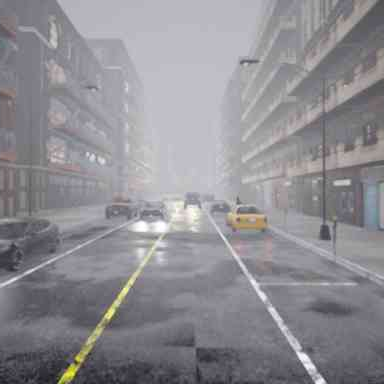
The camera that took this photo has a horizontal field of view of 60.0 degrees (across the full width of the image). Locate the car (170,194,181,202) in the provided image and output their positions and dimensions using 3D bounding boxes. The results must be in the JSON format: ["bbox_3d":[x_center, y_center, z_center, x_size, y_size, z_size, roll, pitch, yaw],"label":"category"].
[{"bbox_3d":[-2.979,1.242,69.504,2.033,1.411,5.357,0,0,0],"label":"car"}]

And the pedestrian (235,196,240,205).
[{"bbox_3d":[3.007,1.198,22.127,0.375,1.860,0.375,1,-1,-3],"label":"pedestrian"}]

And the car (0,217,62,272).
[{"bbox_3d":[-5.677,1.519,10.700,1.947,1.339,4.313,1,0,0],"label":"car"}]

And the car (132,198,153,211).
[{"bbox_3d":[-5.669,1.418,38.539,1.802,1.307,4.206,1,0,0],"label":"car"}]

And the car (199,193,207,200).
[{"bbox_3d":[2.727,1.096,83.045,1.967,1.590,4.097,1,0,0],"label":"car"}]

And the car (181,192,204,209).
[{"bbox_3d":[0.091,1.032,42.870,2.150,2.045,5.566,0,-1,0],"label":"car"}]

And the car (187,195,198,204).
[{"bbox_3d":[0.018,1.288,56.372,1.812,1.442,4.674,0,0,0],"label":"car"}]

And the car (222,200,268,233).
[{"bbox_3d":[3.006,1.372,19.123,1.801,1.575,5.366,0,0,0],"label":"car"}]

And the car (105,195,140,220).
[{"bbox_3d":[-5.668,1.197,27.401,2.192,1.841,5.009,1,0,0],"label":"car"}]

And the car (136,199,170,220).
[{"bbox_3d":[-3.089,1.483,27.306,1.895,1.301,4.718,0,0,0],"label":"car"}]

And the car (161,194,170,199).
[{"bbox_3d":[-5.658,1.250,71.946,2.008,1.369,4.403,1,0,0],"label":"car"}]

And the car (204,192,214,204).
[{"bbox_3d":[2.720,1.081,55.206,2.192,1.841,5.009,1,0,0],"label":"car"}]

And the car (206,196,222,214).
[{"bbox_3d":[2.710,1.424,32.935,1.947,1.339,4.313,1,0,0],"label":"car"}]

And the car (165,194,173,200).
[{"bbox_3d":[-5.654,1.182,82.912,1.752,1.417,4.829,1,0,0],"label":"car"}]

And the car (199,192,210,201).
[{"bbox_3d":[2.725,1.014,71.909,2.192,1.841,5.009,1,0,0],"label":"car"}]
